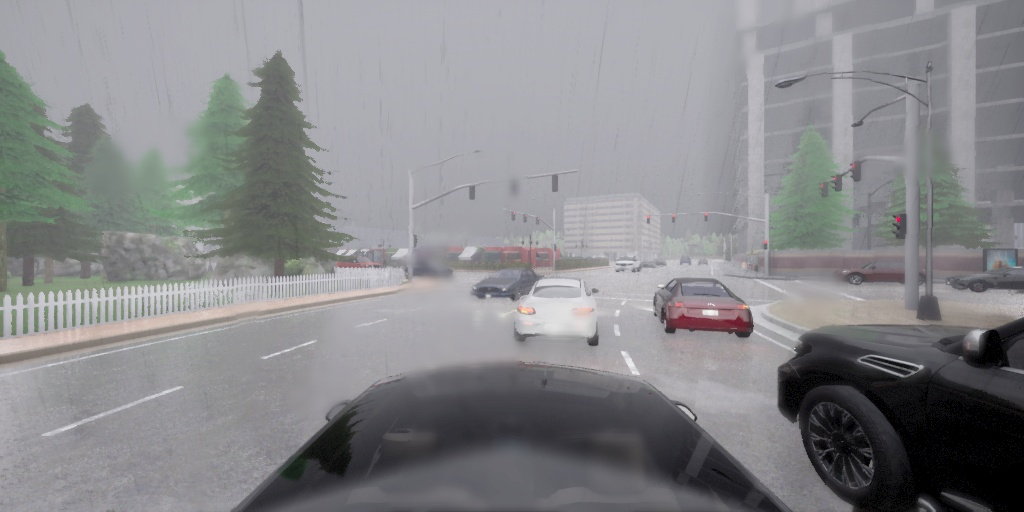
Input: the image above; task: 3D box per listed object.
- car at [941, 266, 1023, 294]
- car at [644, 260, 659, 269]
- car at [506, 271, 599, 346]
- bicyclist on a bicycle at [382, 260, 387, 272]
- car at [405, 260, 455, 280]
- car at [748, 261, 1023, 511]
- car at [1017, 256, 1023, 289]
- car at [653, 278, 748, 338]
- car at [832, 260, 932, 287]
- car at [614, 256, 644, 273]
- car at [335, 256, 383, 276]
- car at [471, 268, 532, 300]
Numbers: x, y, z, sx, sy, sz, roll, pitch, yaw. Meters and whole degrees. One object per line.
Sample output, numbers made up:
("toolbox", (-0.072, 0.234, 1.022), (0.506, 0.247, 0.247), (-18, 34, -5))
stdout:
("car", (28.002, 1.331, 20.154), (4.674, 1.442, 1.812), (0, 0, 29))
("car", (21.242, 1.314, 56.185), (1.994, 1.385, 4.181), (0, 0, 29))
("car", (1.275, 1.276, 9.412), (1.812, 1.442, 4.674), (0, 0, 11))
("bicyclist on a bicycle", (-15.735, 1.258, 44.274), (0.582, 1.620, 1.656), (0, 0, -23))
("car", (-7.321, 1.157, 31.939), (4.553, 1.767, 2.097), (0, 0, 30))
("car", (3.737, 0.971, 1.190), (2.150, 2.045, 5.566), (0, 0, 0))
("car", (34.251, 1.027, 20.657), (5.566, 2.045, 2.150), (0, 0, 30))
("car", (5.296, 1.314, 10.419), (1.994, 1.385, 4.181), (0, 0, 17))
("car", (25.914, 1.157, 25.388), (4.553, 1.767, 2.097), (0, 0, 30))
("car", (13.984, 0.971, 43.204), (2.150, 2.045, 5.566), (0, 0, 29))
("car", (-15.663, 1.027, 36.674), (5.566, 2.045, 2.150), (0, 0, 30))
("car", (0.060, 1.296, 17.559), (2.033, 1.411, 5.357), (0, 0, 24))
